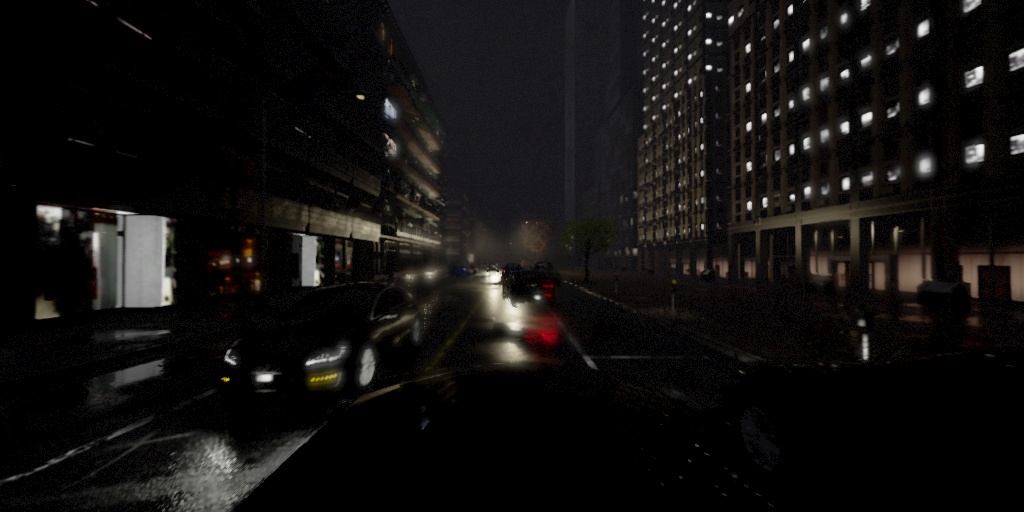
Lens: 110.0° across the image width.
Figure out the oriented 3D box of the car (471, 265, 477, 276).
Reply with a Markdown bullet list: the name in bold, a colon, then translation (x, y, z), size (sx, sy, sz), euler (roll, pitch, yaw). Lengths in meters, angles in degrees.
- **car**: translation (-5.660, 1.724, 43.119), size (1.751, 1.417, 4.829), euler (0, 0, 0)

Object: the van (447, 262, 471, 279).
- **van**: translation (-5.664, 1.478, 37.766), size (1.690, 1.789, 3.998), euler (0, 0, 0)

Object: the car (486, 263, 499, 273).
- **car**: translation (-2.970, 1.856, 56.267), size (1.837, 1.490, 4.892), euler (0, -1, 0)

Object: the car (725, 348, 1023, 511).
- **car**: translation (3.145, 1.255, 1.802), size (1.837, 1.490, 4.892), euler (0, -1, 0)

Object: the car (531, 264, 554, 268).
- **car**: translation (2.709, 1.567, 26.715), size (2.007, 1.370, 4.403), euler (0, 0, 0)

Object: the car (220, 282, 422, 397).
- **car**: translation (-3.098, 1.310, 6.939), size (1.837, 1.490, 4.892), euler (0, -1, 0)

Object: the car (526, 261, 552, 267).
- **car**: translation (2.713, 1.392, 32.238), size (2.192, 1.841, 5.009), euler (0, 0, 0)

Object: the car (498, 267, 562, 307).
- **car**: translation (0.670, 1.411, 16.416), size (1.837, 1.490, 4.892), euler (0, -1, -8)

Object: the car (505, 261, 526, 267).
- **car**: translation (0.113, 1.448, 34.063), size (2.097, 1.767, 4.553), euler (0, -1, 0)
